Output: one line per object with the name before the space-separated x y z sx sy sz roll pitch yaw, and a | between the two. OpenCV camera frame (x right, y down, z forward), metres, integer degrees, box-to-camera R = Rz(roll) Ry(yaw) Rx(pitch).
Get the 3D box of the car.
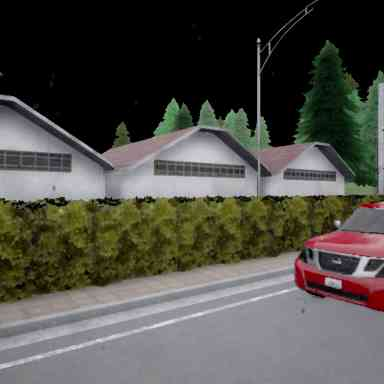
car | 4.706 1.221 7.360 5.566 2.045 2.150 0 0 -35
